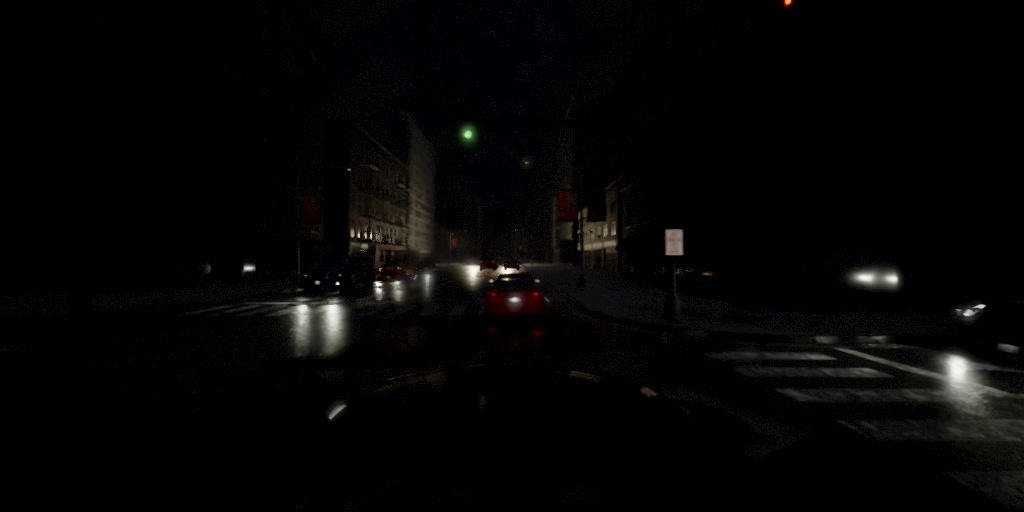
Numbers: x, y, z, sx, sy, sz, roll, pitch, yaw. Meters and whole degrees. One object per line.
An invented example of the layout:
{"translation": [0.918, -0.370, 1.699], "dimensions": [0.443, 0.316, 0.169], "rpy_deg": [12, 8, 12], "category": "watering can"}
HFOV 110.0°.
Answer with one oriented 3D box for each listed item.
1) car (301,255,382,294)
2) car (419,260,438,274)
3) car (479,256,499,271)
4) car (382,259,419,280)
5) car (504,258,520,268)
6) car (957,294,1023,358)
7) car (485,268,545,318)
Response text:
{"translation": [-9.850, 0.977, 20.916], "dimensions": [2.150, 2.045, 5.566], "rpy_deg": [0, 0, 0], "category": "car"}
{"translation": [-9.830, 1.264, 41.204], "dimensions": [1.837, 1.490, 4.892], "rpy_deg": [0, 0, 0], "category": "car"}
{"translation": [-3.266, 0.983, 49.618], "dimensions": [2.150, 2.045, 5.566], "rpy_deg": [0, 0, 0], "category": "car"}
{"translation": [-9.856, 1.110, 30.845], "dimensions": [2.097, 1.767, 4.553], "rpy_deg": [0, 0, 0], "category": "car"}
{"translation": [-0.016, 1.114, 49.975], "dimensions": [2.097, 1.767, 4.553], "rpy_deg": [0, 0, 0], "category": "car"}
{"translation": [11.545, 1.143, 6.685], "dimensions": [4.553, 1.767, 2.097], "rpy_deg": [0, 0, 1], "category": "car"}
{"translation": [0.095, 1.319, 12.971], "dimensions": [1.994, 1.385, 4.181], "rpy_deg": [0, 0, 0], "category": "car"}
